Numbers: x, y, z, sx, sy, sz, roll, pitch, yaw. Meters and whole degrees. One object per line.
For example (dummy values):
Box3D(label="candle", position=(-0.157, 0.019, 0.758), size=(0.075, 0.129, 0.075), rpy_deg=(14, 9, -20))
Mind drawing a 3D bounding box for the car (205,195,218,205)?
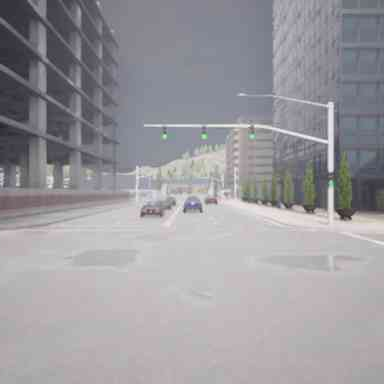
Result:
Box3D(label="car", position=(3.503, 1.459, 59.369), size=(1.882, 1.535, 5.008), rpy_deg=(0, 0, 0))

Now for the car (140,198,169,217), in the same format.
Box3D(label="car", position=(-3.575, 1.554, 30.924), size=(1.994, 1.385, 4.181), rpy_deg=(0, 0, 1))

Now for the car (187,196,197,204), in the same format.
Box3D(label="car", position=(0.032, 1.527, 67.123), size=(2.033, 1.411, 5.357), rpy_deg=(0, 0, 1))

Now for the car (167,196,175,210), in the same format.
Box3D(label="car", position=(-3.565, 1.551, 41.327), size=(1.994, 1.385, 4.181), rpy_deg=(0, 0, 0))

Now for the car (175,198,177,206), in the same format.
Box3D(label="car", position=(-3.514, 1.489, 54.990), size=(1.837, 1.490, 4.892), rpy_deg=(0, 0, 0))

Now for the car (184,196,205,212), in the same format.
Box3D(label="car", position=(0.101, 1.340, 38.887), size=(2.097, 1.767, 4.553), rpy_deg=(0, 0, 0))

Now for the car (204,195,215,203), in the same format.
Box3D(label="car", position=(3.501, 1.435, 68.075), size=(1.882, 1.535, 5.008), rpy_deg=(0, 0, 0))
